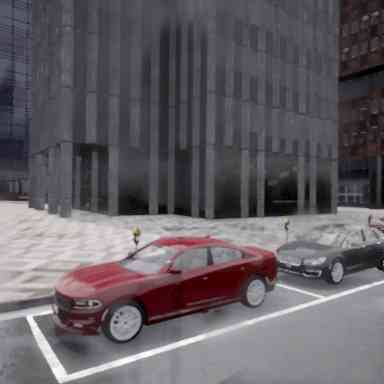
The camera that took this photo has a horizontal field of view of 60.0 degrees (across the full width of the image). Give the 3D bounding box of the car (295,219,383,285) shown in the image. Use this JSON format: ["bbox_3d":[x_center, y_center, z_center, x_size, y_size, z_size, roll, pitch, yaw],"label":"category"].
[{"bbox_3d":[4.222,1.633,9.663,4.403,1.369,2.008,1,0,-36],"label":"car"}]

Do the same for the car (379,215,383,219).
[{"bbox_3d":[8.720,1.449,12.876,5.009,1.841,2.192,1,0,-36],"label":"car"}]

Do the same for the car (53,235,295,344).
[{"bbox_3d":[-0.274,1.576,6.451,4.507,1.381,1.887,1,0,-36],"label":"car"}]
